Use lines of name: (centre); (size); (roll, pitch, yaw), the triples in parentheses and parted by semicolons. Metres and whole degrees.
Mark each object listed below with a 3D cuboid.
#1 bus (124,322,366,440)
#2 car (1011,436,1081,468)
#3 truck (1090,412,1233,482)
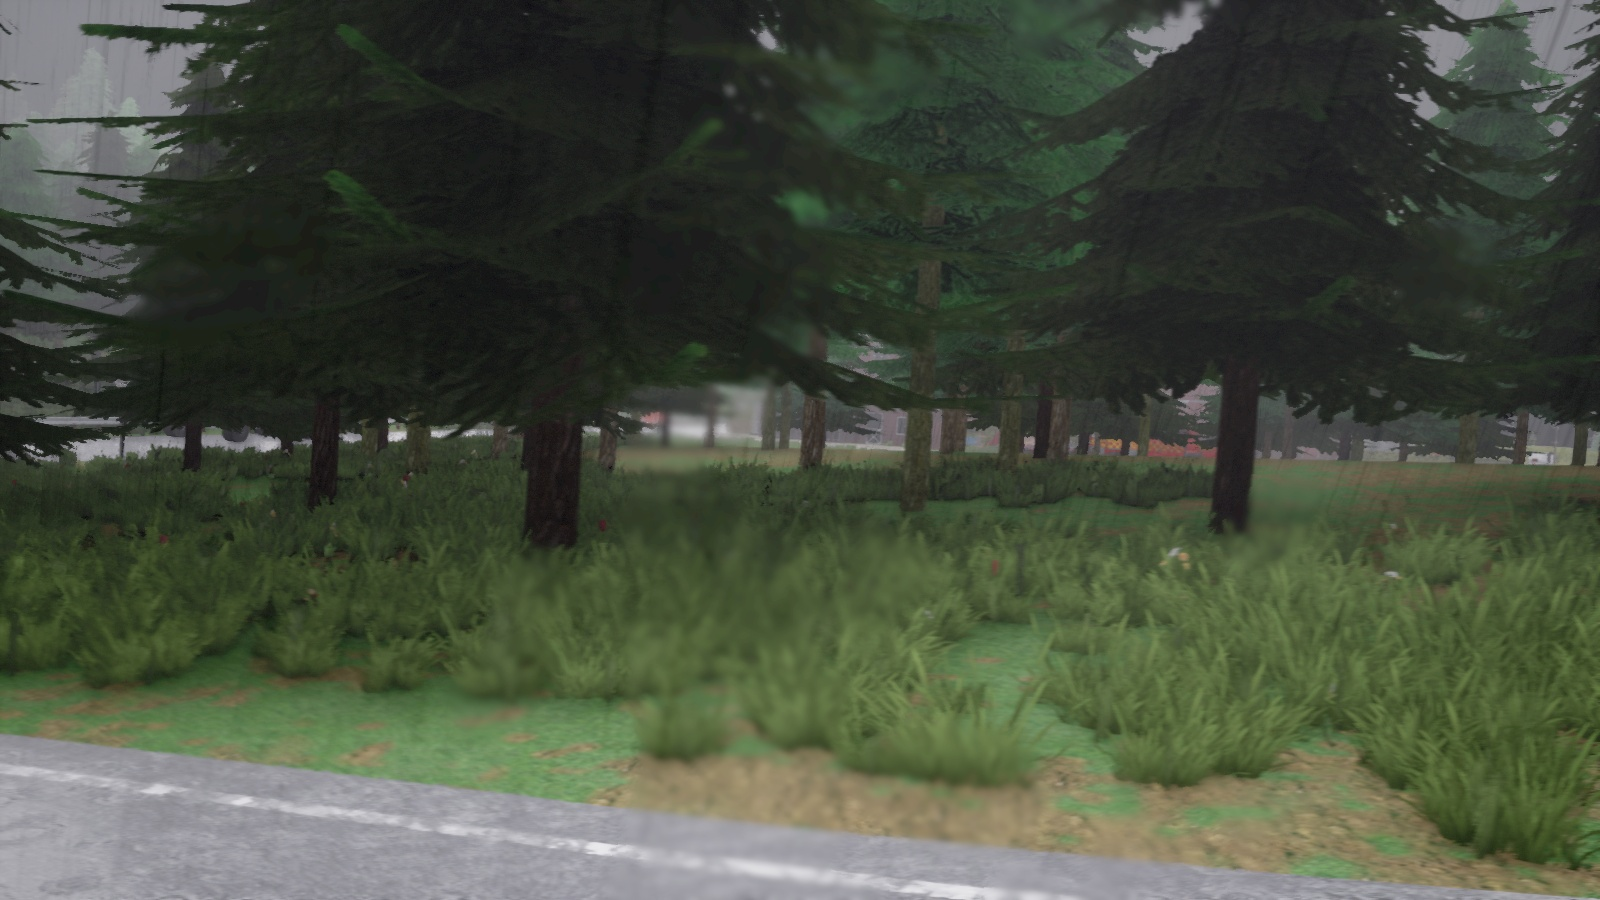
bus: (-22.958, -2.755, 52.920); (3.944, 4.253, 10.273); (5, 2, 11)
car: (17.032, 0.106, 87.085); (4.553, 1.767, 2.097); (5, 2, 11)
truck: (23.534, -0.246, 82.243); (8.468, 3.827, 2.891); (5, 2, 11)
